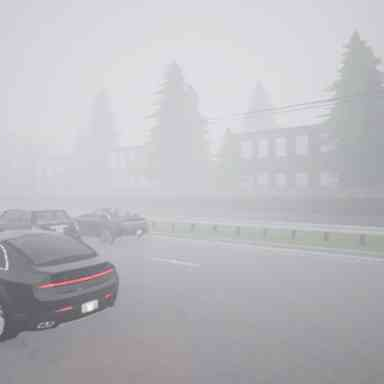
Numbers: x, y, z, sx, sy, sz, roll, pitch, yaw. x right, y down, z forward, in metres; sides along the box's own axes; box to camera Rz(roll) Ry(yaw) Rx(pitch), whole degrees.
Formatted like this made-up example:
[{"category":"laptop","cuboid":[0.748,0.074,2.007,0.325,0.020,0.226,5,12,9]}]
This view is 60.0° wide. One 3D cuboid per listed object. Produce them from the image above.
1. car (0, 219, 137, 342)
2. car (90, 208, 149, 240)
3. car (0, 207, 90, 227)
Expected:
[{"category":"car","cuboid":[-3.539,1.511,6.525,4.892,1.490,1.837,0,0,36]},{"category":"car","cuboid":[-4.230,1.502,15.624,4.902,1.511,2.128,0,0,36]},{"category":"car","cuboid":[-6.371,1.363,12.853,4.553,1.767,2.097,0,0,36]}]
